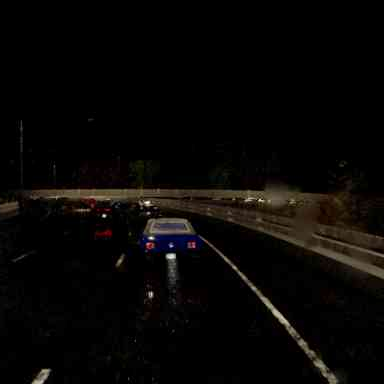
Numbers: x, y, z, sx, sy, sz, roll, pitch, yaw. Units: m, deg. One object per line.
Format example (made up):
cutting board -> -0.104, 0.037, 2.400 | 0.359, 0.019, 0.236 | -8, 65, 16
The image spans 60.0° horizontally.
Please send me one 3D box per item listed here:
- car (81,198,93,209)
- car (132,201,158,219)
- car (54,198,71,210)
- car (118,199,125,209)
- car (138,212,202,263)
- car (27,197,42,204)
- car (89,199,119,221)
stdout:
car -> -14.476, 1.615, 46.968 | 1.812, 1.442, 4.674 | 0, 0, -25
car -> -4.172, 1.527, 29.441 | 2.128, 1.511, 4.902 | 0, 0, -15
car -> -17.914, 1.608, 46.045 | 1.837, 1.490, 4.892 | 0, 0, -26
car -> -10.919, 1.638, 47.590 | 1.994, 1.385, 4.181 | 0, 0, -24
car -> -0.852, 1.611, 12.026 | 1.895, 1.301, 4.718 | 0, 0, -6
car -> -32.470, 1.704, 68.335 | 2.128, 1.511, 4.902 | 0, 0, -42
car -> -7.299, 1.552, 27.669 | 1.837, 1.490, 4.892 | 0, 0, -15
